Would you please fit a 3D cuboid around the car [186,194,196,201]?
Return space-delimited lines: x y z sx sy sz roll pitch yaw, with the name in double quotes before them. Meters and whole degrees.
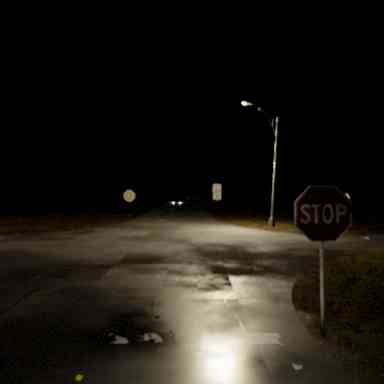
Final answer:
"car" -0.184 1.108 71.799 1.994 1.385 4.181 0 0 0

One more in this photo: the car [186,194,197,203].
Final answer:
"car" -0.159 1.287 61.745 1.994 1.385 4.181 0 0 0

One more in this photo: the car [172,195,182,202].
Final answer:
"car" -2.919 1.241 65.951 2.033 1.411 5.357 0 0 0
